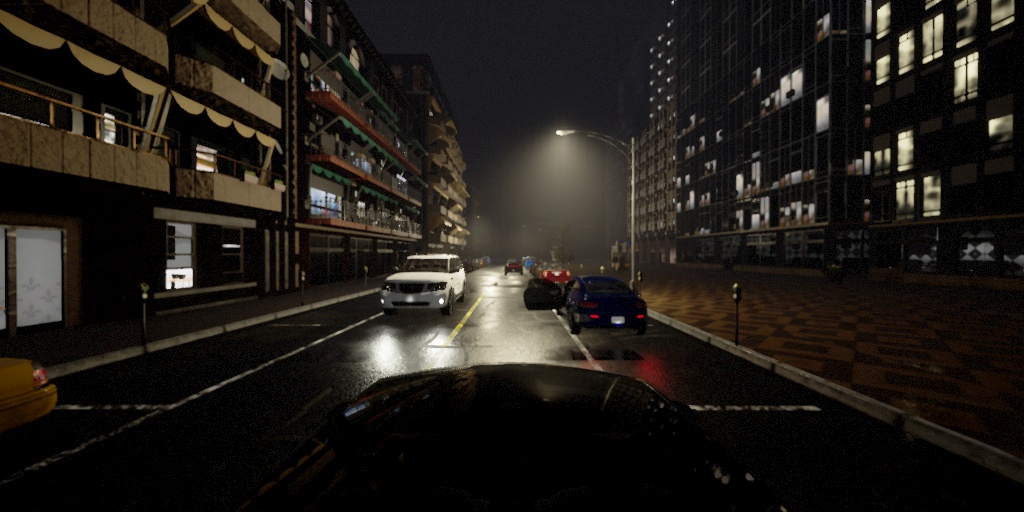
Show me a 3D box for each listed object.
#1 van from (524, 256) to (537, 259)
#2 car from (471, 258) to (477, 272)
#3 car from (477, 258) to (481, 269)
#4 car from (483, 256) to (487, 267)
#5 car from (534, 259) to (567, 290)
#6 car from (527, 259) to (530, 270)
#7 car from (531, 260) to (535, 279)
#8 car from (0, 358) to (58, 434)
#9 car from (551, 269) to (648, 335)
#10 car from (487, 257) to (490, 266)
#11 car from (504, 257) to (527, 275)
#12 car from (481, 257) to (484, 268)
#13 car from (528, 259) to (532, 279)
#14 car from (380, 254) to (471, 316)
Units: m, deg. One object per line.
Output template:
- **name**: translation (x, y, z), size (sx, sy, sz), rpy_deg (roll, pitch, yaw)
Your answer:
- **van**: translation (2.854, 0.998, 51.520), size (1.690, 1.789, 3.998), rpy_deg (0, 0, 0)
- **car**: translation (-5.565, 0.989, 40.495), size (2.192, 1.841, 5.009), rpy_deg (0, 0, 0)
- **car**: translation (-5.545, 1.216, 46.022), size (2.007, 1.370, 4.403), rpy_deg (0, 0, 0)
- **car**: translation (-5.508, 1.091, 57.074), size (1.967, 1.591, 4.097), rpy_deg (0, 0, 0)
- **car**: translation (2.759, 1.142, 23.886), size (1.967, 1.591, 4.097), rpy_deg (0, 0, 0)
- **car**: translation (2.815, 1.256, 40.466), size (1.802, 1.307, 4.207), rpy_deg (0, 0, 0)
- **car**: translation (2.779, 1.218, 29.584), size (1.751, 1.417, 4.829), rpy_deg (0, 0, 0)
- **car**: translation (-5.696, 1.275, 1.640), size (1.751, 1.417, 4.829), rpy_deg (0, 0, 0)
- **car**: translation (2.376, 1.255, 10.305), size (1.812, 1.442, 4.674), rpy_deg (0, 0, 0)
- **car**: translation (-5.489, 1.211, 62.601), size (1.948, 1.339, 4.313), rpy_deg (0, 0, 0)
- **car**: translation (0.175, 1.171, 36.859), size (2.128, 1.511, 4.902), rpy_deg (0, 0, 1)
- **car**: translation (-5.527, 1.208, 51.549), size (2.007, 1.370, 4.403), rpy_deg (0, 0, 0)
- **car**: translation (2.797, 1.265, 34.941), size (1.802, 1.307, 4.207), rpy_deg (0, 0, 0)
- **car**: translation (-3.064, 0.944, 13.564), size (2.150, 2.045, 5.566), rpy_deg (0, 0, 0)
